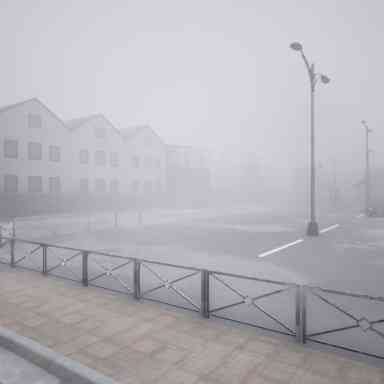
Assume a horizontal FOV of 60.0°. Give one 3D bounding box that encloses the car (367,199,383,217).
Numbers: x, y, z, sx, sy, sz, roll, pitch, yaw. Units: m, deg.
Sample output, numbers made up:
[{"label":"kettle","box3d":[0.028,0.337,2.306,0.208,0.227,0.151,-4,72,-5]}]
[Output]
[{"label":"car","box3d":[15.407,1.298,26.815,2.007,1.523,4.514,0,0,35]}]
